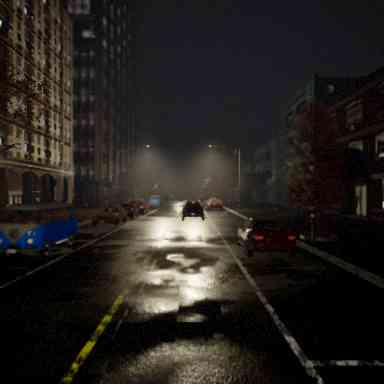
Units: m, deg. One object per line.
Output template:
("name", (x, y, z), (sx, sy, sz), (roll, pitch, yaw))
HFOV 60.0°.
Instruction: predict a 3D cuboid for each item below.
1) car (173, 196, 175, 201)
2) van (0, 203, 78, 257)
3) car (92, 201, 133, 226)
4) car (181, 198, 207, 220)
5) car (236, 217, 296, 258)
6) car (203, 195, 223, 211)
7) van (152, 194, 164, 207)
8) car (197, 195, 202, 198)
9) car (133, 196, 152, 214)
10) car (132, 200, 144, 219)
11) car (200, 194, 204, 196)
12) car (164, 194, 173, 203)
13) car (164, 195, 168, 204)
("car", (-5.724, 1.434, 84.577), (2.192, 1.841, 5.009), (0, 0, 0))
("van", (-5.693, 1.352, 12.596), (1.690, 1.788, 3.998), (0, 0, 0))
("car", (-5.698, 1.548, 23.500), (1.752, 1.417, 4.829), (0, 0, 0))
("car", (0.083, 1.553, 28.250), (1.812, 1.442, 4.674), (0, 0, 0))
("car", (2.687, 1.593, 12.597), (1.802, 1.307, 4.206), (0, 0, 0))
("car", (2.676, 1.483, 40.282), (1.967, 1.590, 4.097), (0, 0, 0))
("van", (-5.710, 1.400, 51.354), (1.690, 1.788, 3.998), (0, 0, 0))
("car", (0.081, 1.529, 46.049), (1.882, 1.535, 5.008), (0, 0, 0))
("car", (-5.703, 1.476, 34.744), (1.967, 1.590, 4.097), (0, 0, 0))
("car", (-5.701, 1.611, 29.207), (1.802, 1.307, 4.206), (0, 0, 0))
("car", (2.663, 1.653, 67.968), (1.947, 1.339, 4.313), (0, 0, 0))
("car", (-5.717, 1.402, 67.966), (2.192, 1.841, 5.009), (0, 0, 0))
("car", (-5.713, 1.612, 56.892), (1.887, 1.381, 4.507), (0, 0, 0))
